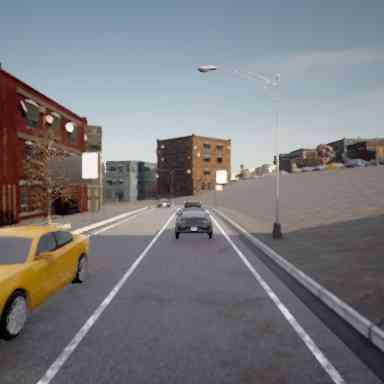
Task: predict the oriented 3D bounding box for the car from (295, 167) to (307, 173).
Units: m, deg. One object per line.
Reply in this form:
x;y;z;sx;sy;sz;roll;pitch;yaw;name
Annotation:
21.847;-3.967;62.703;2.231;1.521;4.892;0;1;-1;car

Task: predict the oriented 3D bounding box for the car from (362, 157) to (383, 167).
23.526;-3.533;40.428;2.163;1.488;4.792;0;1;-6;car

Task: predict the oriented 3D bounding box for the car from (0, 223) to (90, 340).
-3.601;1.475;6.726;1.882;1.535;5.008;0;0;0;car

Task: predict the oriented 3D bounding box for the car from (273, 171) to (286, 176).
21.477;-4.303;79.157;2.185;1.767;4.553;0;1;-1;car

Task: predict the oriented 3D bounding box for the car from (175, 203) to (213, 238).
0.083;1.520;17.615;1.812;1.442;4.674;0;0;0;car

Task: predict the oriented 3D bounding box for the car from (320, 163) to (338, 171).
22.435;-3.769;51.624;2.097;1.535;5.008;0;1;-4;car

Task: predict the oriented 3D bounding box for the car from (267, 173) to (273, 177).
21.356;-4.201;84.650;2.002;1.452;4.674;0;1;-1;car

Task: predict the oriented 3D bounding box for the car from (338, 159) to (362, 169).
22.905;-3.793;46.118;2.185;1.767;4.553;0;1;-5;car

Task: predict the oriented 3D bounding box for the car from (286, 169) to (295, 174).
21.717;-4.046;68.220;2.231;1.521;4.892;0;1;-1;car

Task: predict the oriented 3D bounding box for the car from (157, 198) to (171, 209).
-4.140;1.659;49.346;2.128;1.511;4.902;0;-1;-6;car

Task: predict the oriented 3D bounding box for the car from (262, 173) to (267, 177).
21.231;-4.433;90.323;2.185;1.767;4.553;0;1;-1;car

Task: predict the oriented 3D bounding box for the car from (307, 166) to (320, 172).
22.082;-3.830;57.161;2.002;1.452;4.674;0;1;-3;car

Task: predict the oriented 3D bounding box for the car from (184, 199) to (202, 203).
0.085;1.508;38.104;1.882;1.535;5.008;0;0;0;car
